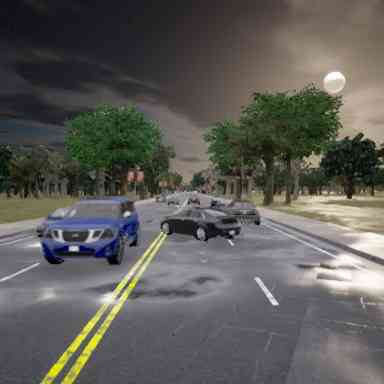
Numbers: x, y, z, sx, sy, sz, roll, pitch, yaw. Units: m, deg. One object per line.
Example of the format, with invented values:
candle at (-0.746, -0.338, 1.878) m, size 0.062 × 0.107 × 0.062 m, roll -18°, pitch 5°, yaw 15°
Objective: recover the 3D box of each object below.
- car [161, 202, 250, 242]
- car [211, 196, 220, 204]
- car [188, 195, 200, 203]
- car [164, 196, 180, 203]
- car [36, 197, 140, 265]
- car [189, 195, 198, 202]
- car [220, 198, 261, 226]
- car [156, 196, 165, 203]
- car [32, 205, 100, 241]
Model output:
car at (0.281, 1.503, 16.464) m, size 1.837 × 1.490 × 4.892 m, roll 0°, pitch 1°, yaw -37°
car at (3.458, 1.498, 34.479) m, size 2.163 × 1.488 × 4.792 m, roll 0°, pitch 0°, yaw 0°
car at (0.342, 1.342, 60.466) m, size 2.097 × 1.767 × 4.553 m, roll 0°, pitch 0°, yaw 1°
car at (-3.051, 1.499, 55.188) m, size 1.837 × 1.490 × 4.892 m, roll 0°, pitch -1°, yaw 0°
car at (-3.265, 1.219, 12.007) m, size 2.150 × 2.045 × 5.566 m, roll 0°, pitch 0°, yaw 0°
car at (0.300, 1.527, 77.135) m, size 1.994 × 1.385 × 4.181 m, roll 0°, pitch 0°, yaw 0°
car at (3.404, 1.348, 23.413) m, size 2.097 × 1.767 × 4.553 m, roll 0°, pitch 0°, yaw 0°
car at (-6.216, 1.480, 67.284) m, size 2.128 × 1.511 × 4.902 m, roll 0°, pitch 0°, yaw 0°
car at (-6.480, 1.522, 17.681) m, size 1.812 × 1.442 × 4.674 m, roll 0°, pitch 0°, yaw 0°
